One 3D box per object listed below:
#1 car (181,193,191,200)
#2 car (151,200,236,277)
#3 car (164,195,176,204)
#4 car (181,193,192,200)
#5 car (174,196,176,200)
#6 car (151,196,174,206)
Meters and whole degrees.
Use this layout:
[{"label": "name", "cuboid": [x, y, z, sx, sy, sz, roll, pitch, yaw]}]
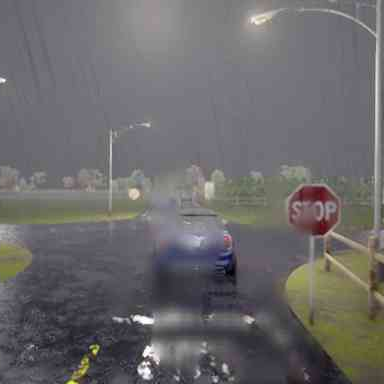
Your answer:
[{"label": "car", "cuboid": [-1.389, 1.044, 74.651, 2.128, 1.511, 4.902, 0, 0, -2]}, {"label": "car", "cuboid": [0.056, 1.297, 10.243, 2.097, 1.767, 4.553, 0, 0, 0]}, {"label": "car", "cuboid": [-3.582, 1.257, 54.890, 1.895, 1.301, 4.718, 0, 0, -1]}, {"label": "car", "cuboid": [-1.045, 1.151, 64.866, 1.994, 1.385, 4.181, 0, 0, -2]}, {"label": "car", "cuboid": [-3.366, 1.270, 44.780, 2.033, 1.411, 5.357, 0, 0, -1]}, {"label": "car", "cuboid": [-3.173, 1.266, 34.822, 1.882, 1.535, 5.008, 0, 0, -1]}]
